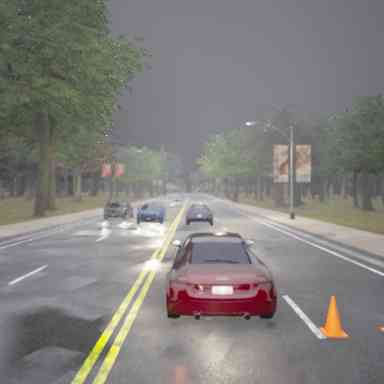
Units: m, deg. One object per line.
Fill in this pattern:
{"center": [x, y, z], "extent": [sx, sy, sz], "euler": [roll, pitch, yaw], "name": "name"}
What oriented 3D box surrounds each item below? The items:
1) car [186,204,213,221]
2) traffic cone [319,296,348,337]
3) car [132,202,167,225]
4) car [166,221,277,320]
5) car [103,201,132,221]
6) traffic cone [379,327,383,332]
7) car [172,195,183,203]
{"center": [0.533, 1.618, 24.977], "extent": [1.994, 1.385, 4.181], "euler": [0, 0, 0], "name": "car"}
{"center": [2.272, 1.971, 5.357], "extent": [0.340, 0.580, 0.340], "euler": [0, 0, 0], "name": "traffic cone"}
{"center": [-2.916, 1.526, 24.752], "extent": [1.882, 1.535, 5.008], "euler": [0, 0, 0], "name": "car"}
{"center": [0.504, 1.582, 7.458], "extent": [1.994, 1.385, 4.181], "euler": [0, 0, 0], "name": "car"}
{"center": [-6.162, 1.554, 28.268], "extent": [1.837, 1.490, 4.892], "euler": [0, 0, 0], "name": "car"}
{"center": [3.272, 1.973, 5.353], "extent": [0.340, 0.580, 0.340], "euler": [0, 0, 0], "name": "traffic cone"}
{"center": [-2.872, 1.390, 66.413], "extent": [1.882, 1.535, 5.008], "euler": [0, 0, 0], "name": "car"}
